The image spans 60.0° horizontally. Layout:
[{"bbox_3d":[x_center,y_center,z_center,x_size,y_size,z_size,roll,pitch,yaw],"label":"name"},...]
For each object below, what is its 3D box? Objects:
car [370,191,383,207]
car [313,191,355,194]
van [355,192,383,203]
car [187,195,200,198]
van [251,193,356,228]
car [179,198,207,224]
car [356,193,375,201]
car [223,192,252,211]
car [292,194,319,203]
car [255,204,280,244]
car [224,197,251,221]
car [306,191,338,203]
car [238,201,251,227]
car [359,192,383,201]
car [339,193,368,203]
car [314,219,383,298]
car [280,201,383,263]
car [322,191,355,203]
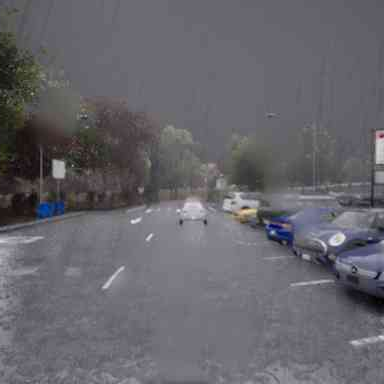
[{"bbox_3d":[27.160,0.999,44.686,2.435,2.045,5.566,-1,1,-21],"label":"car"},{"bbox_3d":[18.321,0.997,44.409,2.435,2.045,5.566,0,1,-21],"label":"car"},{"bbox_3d":[32.964,0.941,61.881,1.878,1.987,4.442,0,0,-22],"label":"van"},{"bbox_3d":[0.268,1.124,40.985,2.097,1.767,4.553,0,0,4],"label":"car"},{"bbox_3d":[5.480,1.166,16.414,4.442,1.987,1.878,1,0,-20],"label":"van"},{"bbox_3d":[0.074,1.393,23.412,1.812,1.442,4.674,0,0,0],"label":"car"},{"bbox_3d":[21.237,1.278,44.528,2.163,1.488,4.792,-1,1,-22],"label":"car"},{"bbox_3d":[5.370,1.074,28.405,5.566,2.045,2.435,1,0,-20],"label":"car"},{"bbox_3d":[20.905,1.191,61.473,2.163,1.488,4.792,0,0,-21],"label":"car"},{"bbox_3d":[5.361,1.407,13.370,5.008,1.535,2.097,1,0,-20],"label":"car"},{"bbox_3d":[5.186,1.353,22.313,5.366,1.575,1.946,1,1,-20],"label":"car"},{"bbox_3d":[23.928,0.911,61.556,2.435,2.045,5.566,0,0,-21],"label":"car"},{"bbox_3d":[5.371,1.415,19.372,4.674,1.452,2.002,1,1,-20],"label":"car"},{"bbox_3d":[24.202,0.998,44.609,2.435,2.045,5.566,-1,1,-21],"label":"car"},{"bbox_3d":[29.984,1.039,61.727,2.185,1.767,4.553,0,-1,-22],"label":"car"},{"bbox_3d":[5.366,1.481,7.358,4.674,1.452,2.002,1,1,-20],"label":"car"},{"bbox_3d":[5.402,1.299,10.366,4.553,1.767,2.185,1,1,-20],"label":"car"},{"bbox_3d":[26.988,0.912,61.596,2.435,2.045,5.566,0,-1,-22],"label":"car"}]
